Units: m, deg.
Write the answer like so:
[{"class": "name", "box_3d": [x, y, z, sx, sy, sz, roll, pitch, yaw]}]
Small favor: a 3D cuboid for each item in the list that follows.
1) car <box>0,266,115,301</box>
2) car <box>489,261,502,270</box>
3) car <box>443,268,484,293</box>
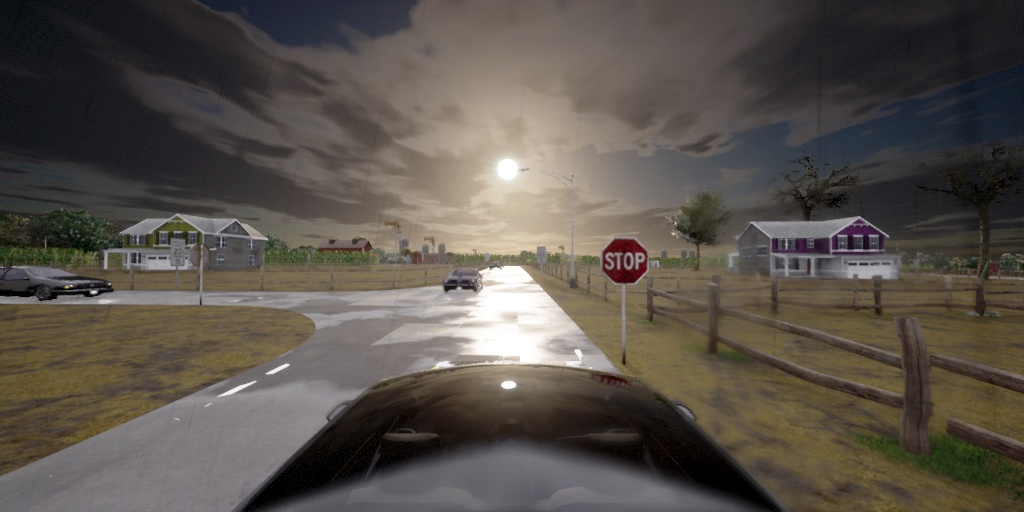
[{"class": "car", "box_3d": [-20.624, 1.152, 15.411, 5.357, 1.411, 2.033, 0, -1, 0]}, {"class": "car", "box_3d": [-2.717, 1.530, 59.886, 1.994, 1.385, 4.181, 0, -1, 0]}, {"class": "car", "box_3d": [-2.739, 1.391, 20.875, 1.895, 1.301, 4.718, 0, 0, 0]}]
